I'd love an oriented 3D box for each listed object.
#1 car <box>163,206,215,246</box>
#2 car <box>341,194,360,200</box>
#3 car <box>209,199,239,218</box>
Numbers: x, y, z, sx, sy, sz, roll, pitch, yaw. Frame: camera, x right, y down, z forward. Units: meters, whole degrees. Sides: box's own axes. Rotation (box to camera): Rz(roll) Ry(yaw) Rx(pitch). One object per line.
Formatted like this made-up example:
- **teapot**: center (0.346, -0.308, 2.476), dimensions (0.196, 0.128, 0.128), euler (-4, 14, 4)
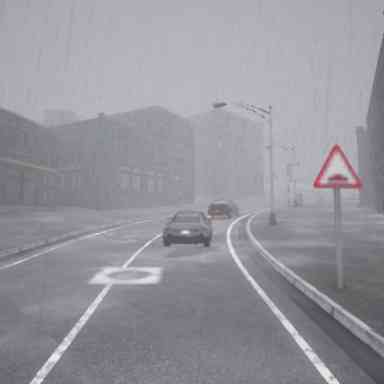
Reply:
- **car**: center (-0.099, 1.541, 15.024), dimensions (1.994, 1.385, 4.181), euler (0, 0, 4)
- **car**: center (32.019, 1.112, 66.447), dimensions (4.718, 1.301, 1.895), euler (-1, -3, -27)
- **car**: center (2.840, 1.376, 29.294), dimensions (1.882, 1.535, 5.008), euler (-2, 0, 19)
